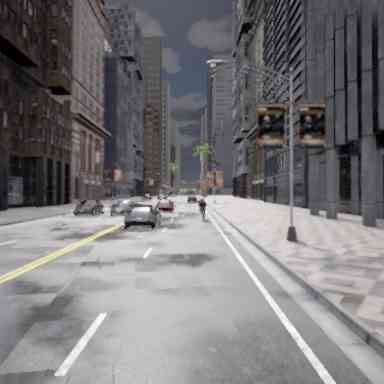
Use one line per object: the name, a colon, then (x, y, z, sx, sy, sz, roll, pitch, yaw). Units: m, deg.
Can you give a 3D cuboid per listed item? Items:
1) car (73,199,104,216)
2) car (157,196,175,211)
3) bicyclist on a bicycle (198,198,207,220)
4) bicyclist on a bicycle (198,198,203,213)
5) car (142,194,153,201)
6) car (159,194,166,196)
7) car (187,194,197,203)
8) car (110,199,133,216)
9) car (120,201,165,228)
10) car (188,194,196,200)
car: (-9.833, 1.481, 31.998, 1.837, 1.490, 4.892, 0, 0, 0)
car: (-3.147, 1.531, 39.503, 1.994, 1.385, 4.181, 0, 0, 0)
bicyclist on a bicycle: (0.896, 1.351, 26.471, 0.659, 1.776, 1.843, 0, 0, 0)
bicyclist on a bicycle: (0.898, 1.425, 35.507, 0.582, 1.620, 1.656, 0, 0, 0)
car: (-9.744, 1.205, 72.386, 1.994, 1.385, 4.181, 0, 0, 0)
car: (-6.494, 1.141, 72.800, 2.128, 1.511, 4.902, 0, 0, 0)
car: (0.020, 1.384, 68.489, 1.837, 1.490, 4.892, 0, 0, 0)
car: (-6.582, 1.467, 32.228, 2.128, 1.511, 4.902, 0, 0, 0)
car: (-3.149, 1.549, 21.875, 1.994, 1.385, 4.181, 0, 0, 0)
car: (0.007, 1.315, 85.448, 2.128, 1.511, 4.902, 0, 0, 0)
